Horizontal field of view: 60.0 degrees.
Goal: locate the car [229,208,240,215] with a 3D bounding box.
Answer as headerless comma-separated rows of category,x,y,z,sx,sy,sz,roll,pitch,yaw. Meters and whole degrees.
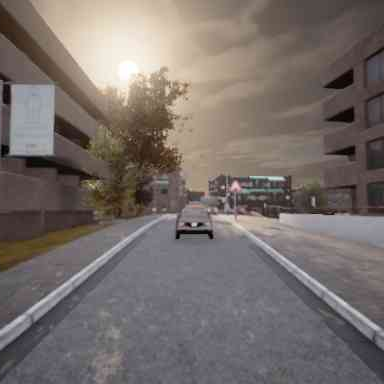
car,7.838,4.443,74.634,2.185,1.767,4.553,7,-5,-30

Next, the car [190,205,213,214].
car,1.986,3.874,73.560,2.435,2.045,5.566,2,-4,-30

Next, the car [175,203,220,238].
car,0.103,1.485,17.102,2.033,1.411,5.357,0,0,0

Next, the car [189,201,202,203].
car,0.376,1.776,35.208,2.097,1.767,4.553,0,-3,2

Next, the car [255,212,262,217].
car,13.669,5.179,75.874,1.946,1.575,5.366,7,-5,-30

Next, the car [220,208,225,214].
car,4.865,4.181,74.141,2.185,1.767,4.553,5,-5,-31

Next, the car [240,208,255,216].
car,10.835,4.624,75.188,2.435,2.045,5.566,8,-6,-30
